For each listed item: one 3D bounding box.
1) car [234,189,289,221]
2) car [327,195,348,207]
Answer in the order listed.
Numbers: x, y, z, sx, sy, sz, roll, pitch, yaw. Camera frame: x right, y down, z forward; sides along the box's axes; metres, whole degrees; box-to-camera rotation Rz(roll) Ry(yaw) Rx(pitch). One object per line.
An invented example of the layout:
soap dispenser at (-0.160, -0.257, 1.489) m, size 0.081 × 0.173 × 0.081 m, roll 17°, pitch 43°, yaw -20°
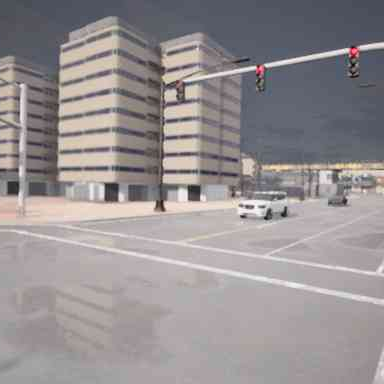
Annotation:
car at (5.445, 0.955, 24.680) m, size 2.150 × 2.045 × 5.566 m, roll 2°, pitch 1°, yaw 35°
car at (19.606, 1.188, 44.680) m, size 1.837 × 1.490 × 4.892 m, roll 2°, pitch 2°, yaw 35°
